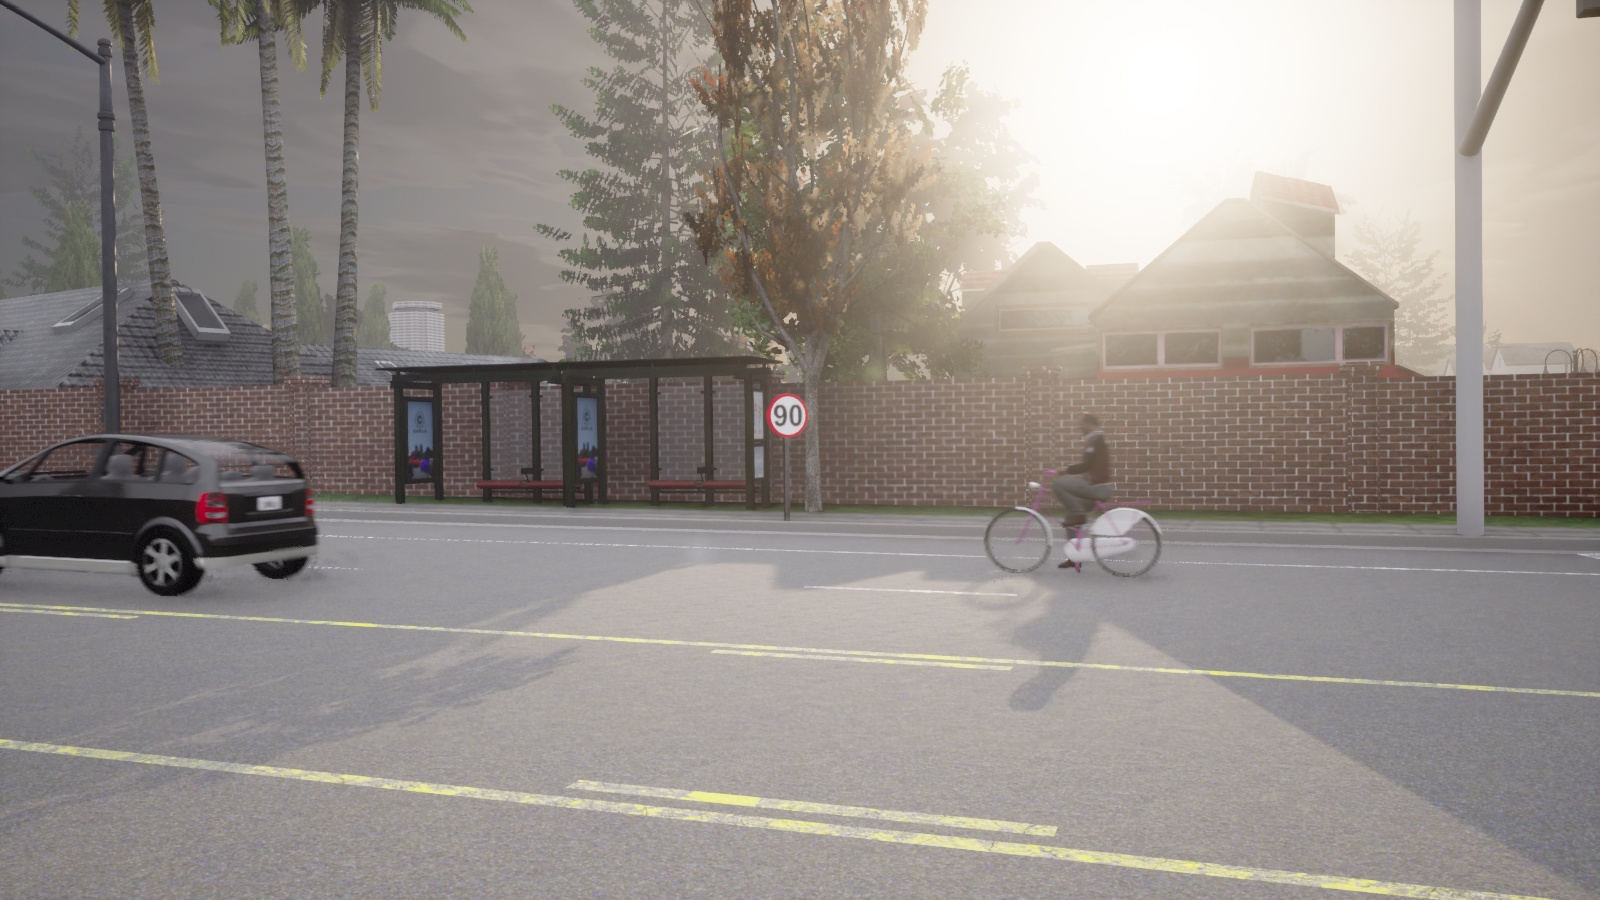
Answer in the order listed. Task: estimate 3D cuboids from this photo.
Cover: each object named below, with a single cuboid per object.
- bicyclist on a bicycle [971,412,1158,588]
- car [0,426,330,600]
[{"bbox_3d":[2.807,0.492,13.324,1.843,1.776,0.659,1,1,19],"label":"bicyclist on a bicycle"},{"bbox_3d":[-6.980,0.554,12.925,3.705,1.549,1.789,1,1,19],"label":"car"}]
